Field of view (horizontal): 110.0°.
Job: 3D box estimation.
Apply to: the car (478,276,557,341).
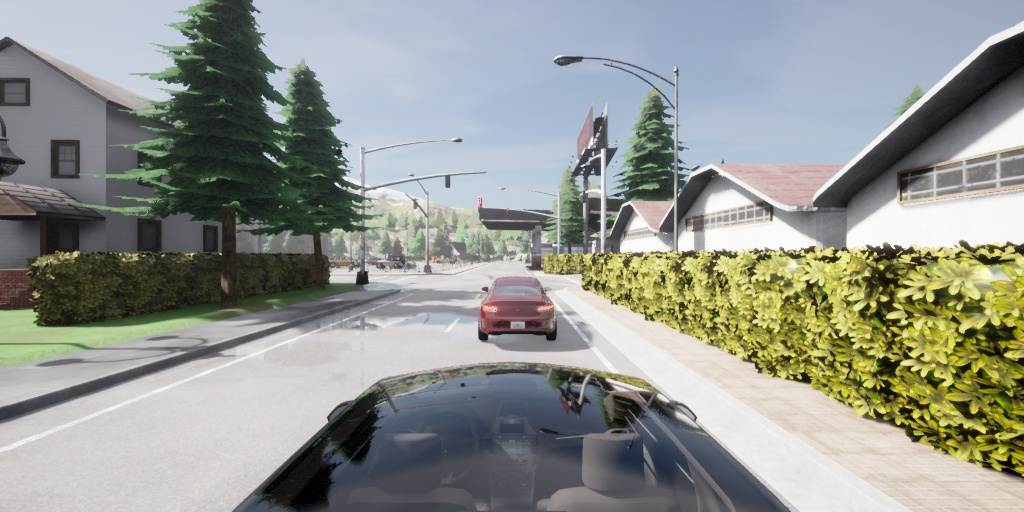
[{"bbox_3d":[0.128,1.276,9.778,1.812,1.442,4.674,0,0,0],"label":"car"}]
